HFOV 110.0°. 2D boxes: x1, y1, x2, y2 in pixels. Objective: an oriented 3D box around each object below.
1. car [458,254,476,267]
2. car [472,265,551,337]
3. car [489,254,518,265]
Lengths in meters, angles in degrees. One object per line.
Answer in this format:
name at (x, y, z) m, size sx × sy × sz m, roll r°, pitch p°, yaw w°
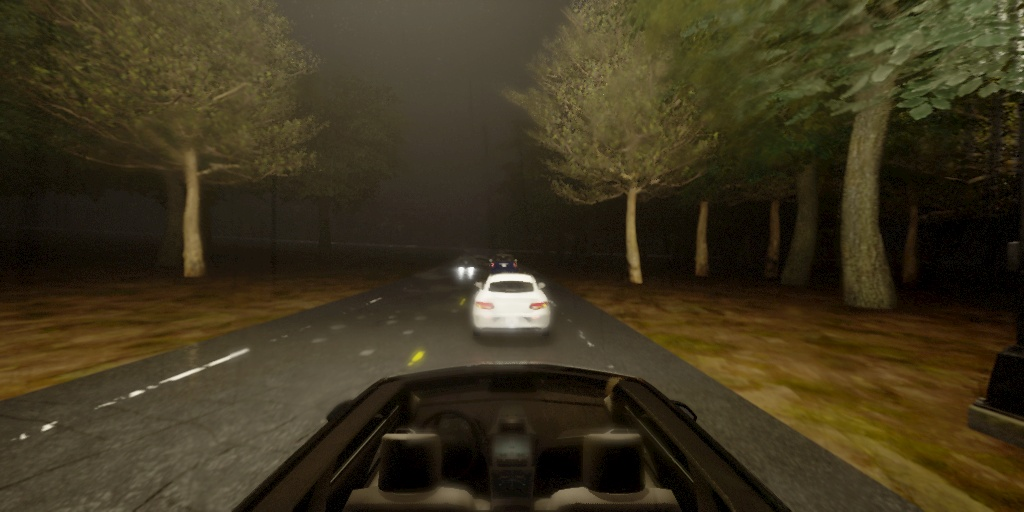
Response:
car at (-5.293, 0.463, 42.762) m, size 2.128 × 1.511 × 4.902 m, roll 0°, pitch 1°, yaw -4°
car at (-0.029, 1.162, 9.782) m, size 1.812 × 1.442 × 4.674 m, roll 0°, pitch 1°, yaw -1°
car at (-0.663, 0.652, 27.294) m, size 2.097 × 1.767 × 4.553 m, roll 0°, pitch 1°, yaw -3°
